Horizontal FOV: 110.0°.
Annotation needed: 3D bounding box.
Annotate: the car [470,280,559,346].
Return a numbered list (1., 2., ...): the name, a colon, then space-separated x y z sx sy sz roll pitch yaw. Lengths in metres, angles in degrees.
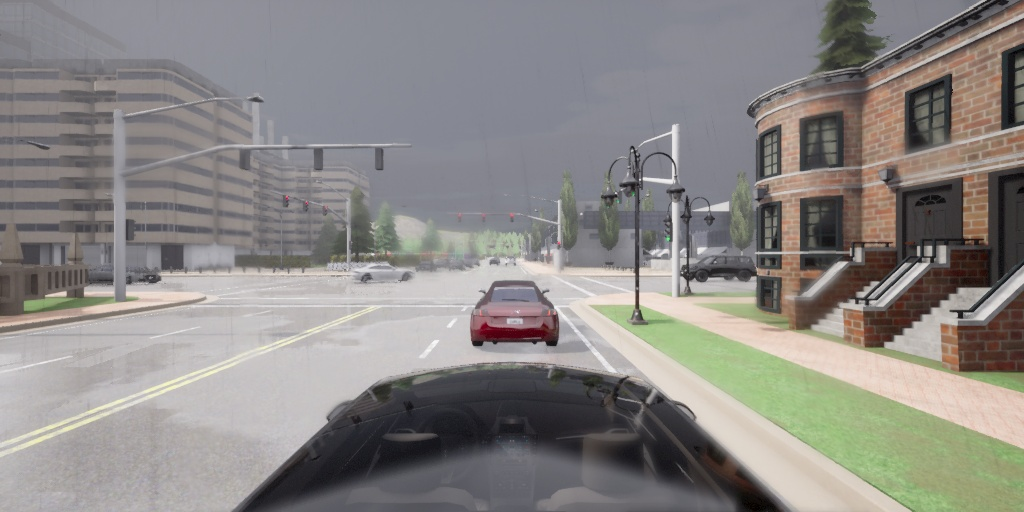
1. car: 0.056 1.314 9.396 1.994 1.385 4.181 0 0 0

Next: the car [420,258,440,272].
1. car: -10.766 1.314 45.074 1.994 1.385 4.181 0 0 0

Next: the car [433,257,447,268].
1. car: -10.802 1.256 55.479 1.837 1.490 4.892 0 0 0

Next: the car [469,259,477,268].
1. car: -7.305 1.255 58.451 1.837 1.490 4.892 0 0 0

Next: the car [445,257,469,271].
1. car: -7.272 1.255 48.128 1.837 1.490 4.892 0 0 0

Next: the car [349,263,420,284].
1. car: -9.793 1.275 27.226 4.674 1.442 1.812 0 1 -30

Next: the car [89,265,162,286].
1. car: -26.763 1.314 24.584 4.181 1.385 1.994 0 0 0

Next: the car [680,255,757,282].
1. car: 16.085 0.971 28.106 5.566 2.045 2.150 0 0 -1
